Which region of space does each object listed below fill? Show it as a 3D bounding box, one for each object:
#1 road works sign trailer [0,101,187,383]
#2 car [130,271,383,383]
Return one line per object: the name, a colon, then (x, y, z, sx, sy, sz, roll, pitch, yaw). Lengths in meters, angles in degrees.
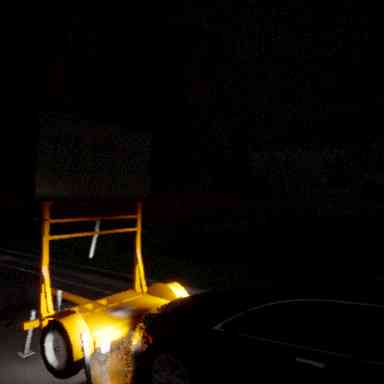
road works sign trailer: (-1.653, 0.536, 5.484, 2.880, 3.560, 2.380, 2, 0, 35)
car: (1.488, 1.596, 3.335, 4.892, 1.490, 1.837, -2, -2, 36)
